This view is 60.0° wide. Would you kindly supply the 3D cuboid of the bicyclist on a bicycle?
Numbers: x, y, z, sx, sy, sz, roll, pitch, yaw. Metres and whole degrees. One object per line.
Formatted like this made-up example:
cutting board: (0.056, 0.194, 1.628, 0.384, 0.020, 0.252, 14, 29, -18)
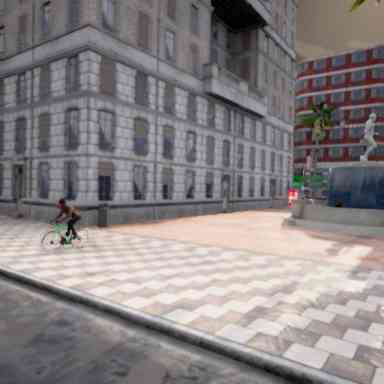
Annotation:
bicyclist on a bicycle: (-3.903, 1.046, 10.351, 0.582, 1.620, 1.656, 2, 1, 36)
